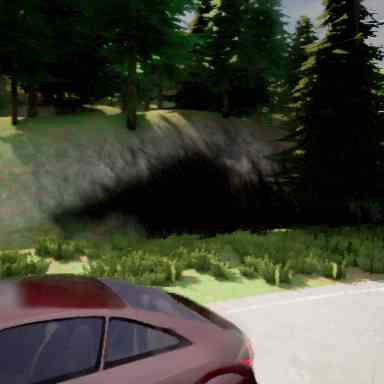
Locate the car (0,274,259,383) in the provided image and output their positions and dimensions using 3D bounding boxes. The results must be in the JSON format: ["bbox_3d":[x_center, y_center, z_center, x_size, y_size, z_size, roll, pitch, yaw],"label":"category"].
[{"bbox_3d":[-1.478,1.449,2.504,4.181,1.385,1.994,0,2,-32],"label":"car"}]
